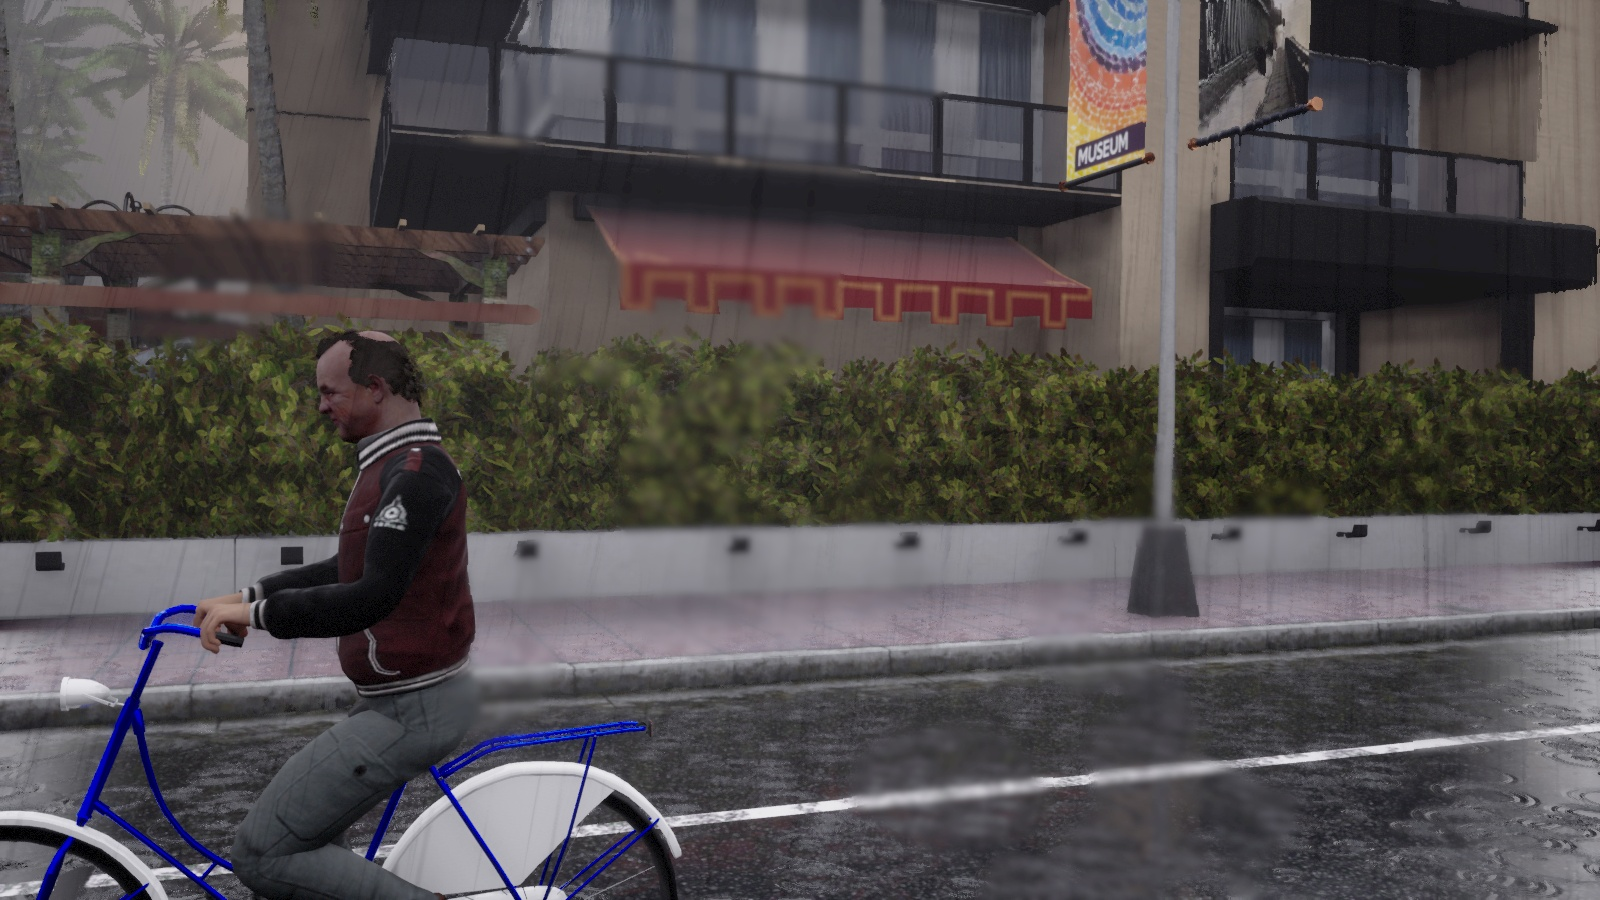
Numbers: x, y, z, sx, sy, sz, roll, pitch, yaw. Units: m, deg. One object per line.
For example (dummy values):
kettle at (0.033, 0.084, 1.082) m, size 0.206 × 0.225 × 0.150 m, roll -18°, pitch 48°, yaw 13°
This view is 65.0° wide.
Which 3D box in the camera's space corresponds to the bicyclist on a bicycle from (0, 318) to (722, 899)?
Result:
bicyclist on a bicycle at (-1.157, 0.636, 2.793) m, size 1.843 × 1.776 × 0.659 m, roll -1°, pitch 1°, yaw -21°
